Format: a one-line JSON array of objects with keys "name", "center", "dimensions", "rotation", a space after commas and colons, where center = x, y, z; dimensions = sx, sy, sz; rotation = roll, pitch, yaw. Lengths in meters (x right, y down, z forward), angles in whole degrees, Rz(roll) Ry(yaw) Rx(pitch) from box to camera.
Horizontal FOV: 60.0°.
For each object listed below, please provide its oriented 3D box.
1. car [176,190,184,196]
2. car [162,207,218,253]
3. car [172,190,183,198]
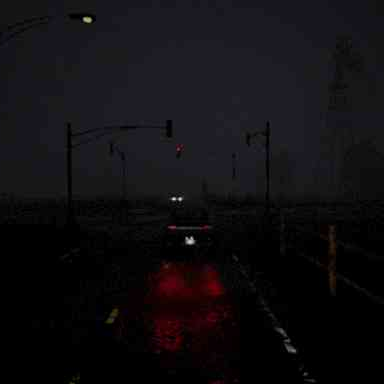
[{"name": "car", "center": [-3.044, 0.336, 83.071], "dimensions": [1.812, 1.442, 4.674], "rotation": [0, 1, 0]}, {"name": "car", "center": [-0.121, 1.304, 12.783], "dimensions": [2.128, 1.511, 4.902], "rotation": [0, 1, -2]}, {"name": "car", "center": [-2.967, 0.596, 67.605], "dimensions": [1.994, 1.385, 4.181], "rotation": [0, 1, 0]}]
